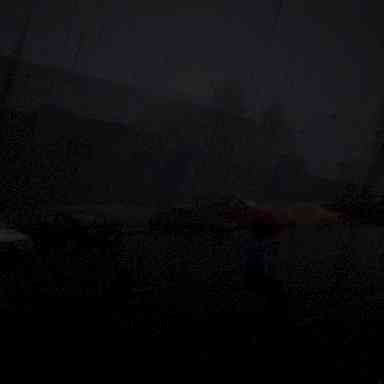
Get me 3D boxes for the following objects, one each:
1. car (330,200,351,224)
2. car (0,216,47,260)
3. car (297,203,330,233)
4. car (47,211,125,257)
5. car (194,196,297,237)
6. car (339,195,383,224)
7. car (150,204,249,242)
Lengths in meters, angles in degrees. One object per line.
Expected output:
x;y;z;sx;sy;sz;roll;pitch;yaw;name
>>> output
7.201;1.496;21.878;5.366;1.575;1.946;-1;-1;35;car
-7.313;1.533;11.334;4.674;1.452;2.002;-1;-1;35;car
5.067;1.486;19.932;5.366;1.575;1.946;-1;-1;35;car
-4.864;1.494;13.066;5.008;1.535;2.097;-1;0;35;car
2.492;1.239;18.287;5.566;2.045;2.435;-1;-1;35;car
12.215;1.260;25.269;5.566;2.045;2.435;-1;-1;35;car
0.049;1.519;16.541;4.792;1.488;2.163;-1;-1;35;car
